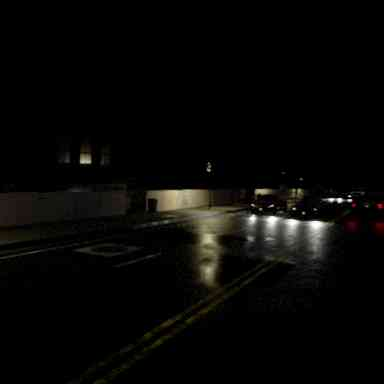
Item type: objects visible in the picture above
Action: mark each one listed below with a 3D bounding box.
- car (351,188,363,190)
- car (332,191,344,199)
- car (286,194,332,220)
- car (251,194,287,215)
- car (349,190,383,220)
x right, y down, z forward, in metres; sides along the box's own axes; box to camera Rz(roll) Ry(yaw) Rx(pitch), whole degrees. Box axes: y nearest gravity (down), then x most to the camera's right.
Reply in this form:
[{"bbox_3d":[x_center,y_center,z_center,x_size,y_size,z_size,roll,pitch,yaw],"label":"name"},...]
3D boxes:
[{"bbox_3d":[29.347,0.298,59.198,2.150,2.045,5.566,2,2,30],"label":"car"},{"bbox_3d":[27.053,0.538,61.728,1.895,1.301,4.718,2,2,30],"label":"car"},{"bbox_3d":[8.331,1.052,23.334,1.812,1.442,4.674,2,2,30],"label":"car"},{"bbox_3d":[6.147,0.934,26.037,1.812,1.442,4.674,2,2,30],"label":"car"},{"bbox_3d":[12.830,0.951,24.204,2.097,1.767,4.553,2,2,30],"label":"car"}]
